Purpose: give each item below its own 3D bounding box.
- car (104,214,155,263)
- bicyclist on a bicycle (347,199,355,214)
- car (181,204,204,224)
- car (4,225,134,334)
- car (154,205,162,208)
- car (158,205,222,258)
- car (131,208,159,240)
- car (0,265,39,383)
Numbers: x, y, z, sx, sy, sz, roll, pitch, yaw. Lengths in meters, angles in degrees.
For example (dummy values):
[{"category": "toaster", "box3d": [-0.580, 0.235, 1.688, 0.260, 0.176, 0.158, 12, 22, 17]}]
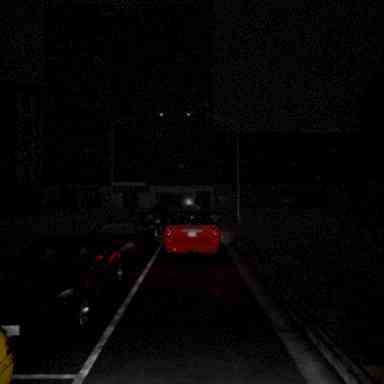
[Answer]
[{"category": "car", "box3d": [-2.639, 1.703, 12.416, 1.802, 1.307, 4.206, 0, -1, 0]}, {"category": "bicyclist on a bicycle", "box3d": [17.360, 1.624, 36.457, 0.582, 1.620, 1.656, 0, -1, 0]}, {"category": "car", "box3d": [0.058, 1.802, 28.677, 1.812, 1.442, 4.674, 0, -1, 1]}, {"category": "car", "box3d": [-2.639, 1.634, 6.965, 1.947, 1.339, 4.313, 0, -1, 0]}, {"category": "car", "box3d": [-2.638, 1.844, 28.772, 1.947, 1.339, 4.313, 0, -1, 0]}, {"category": "car", "box3d": [0.017, 1.481, 13.417, 2.097, 1.767, 4.553, 0, -1, 0]}, {"category": "car", "box3d": [-2.639, 1.739, 17.868, 1.947, 1.339, 4.313, 0, -1, 0]}, {"category": "car", "box3d": [-2.640, 1.540, 1.343, 1.752, 1.417, 4.829, 0, -1, 0]}]
